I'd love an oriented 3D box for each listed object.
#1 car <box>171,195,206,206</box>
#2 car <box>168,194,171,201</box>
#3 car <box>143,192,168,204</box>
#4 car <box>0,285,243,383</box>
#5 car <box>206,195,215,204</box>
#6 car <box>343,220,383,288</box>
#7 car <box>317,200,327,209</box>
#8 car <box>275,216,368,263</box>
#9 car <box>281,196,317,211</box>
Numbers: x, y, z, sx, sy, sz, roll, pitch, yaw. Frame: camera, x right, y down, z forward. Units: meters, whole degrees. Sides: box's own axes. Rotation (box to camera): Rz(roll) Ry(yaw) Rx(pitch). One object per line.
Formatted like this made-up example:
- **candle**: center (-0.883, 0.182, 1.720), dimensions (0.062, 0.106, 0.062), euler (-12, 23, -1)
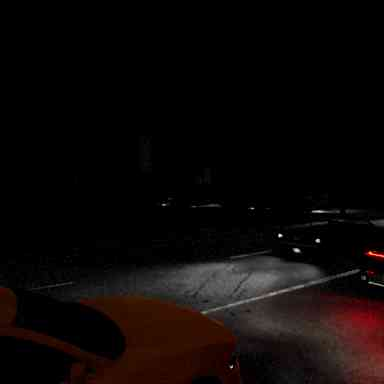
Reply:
- **car**: center (-0.588, 1.300, 50.959), dimensions (1.837, 1.490, 4.892), euler (-1, 0, -39)
- **car**: center (-6.103, 1.239, 74.804), dimensions (2.128, 1.511, 4.902), euler (-1, 0, -38)
- **car**: center (-7.115, 1.022, 59.149), dimensions (2.150, 2.045, 5.566), euler (-1, 0, -38)
- **car**: center (-1.813, 1.478, 2.437), dimensions (5.008, 1.535, 1.882), euler (0, 0, -36)
- **car**: center (0.924, 1.257, 54.672), dimensions (2.128, 1.511, 4.902), euler (-1, 0, -39)
- **car**: center (5.900, 1.468, 7.959), dimensions (4.892, 1.490, 1.837), euler (0, 0, -35)
- **car**: center (13.387, 1.234, 39.136), dimensions (1.882, 1.535, 5.008), euler (-1, 0, -39)
- **car**: center (5.168, 1.551, 11.986), dimensions (4.718, 1.301, 1.895), euler (-1, 0, -36)
- **car**: center (10.978, 1.350, 36.549), dimensions (1.994, 1.385, 4.181), euler (-1, 0, -39)
